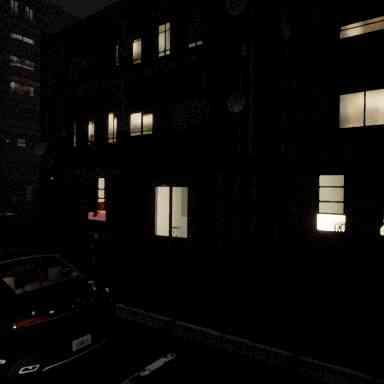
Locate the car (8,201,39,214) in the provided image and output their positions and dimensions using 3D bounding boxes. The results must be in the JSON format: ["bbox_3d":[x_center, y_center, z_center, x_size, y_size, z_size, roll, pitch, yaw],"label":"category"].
[{"bbox_3d":[-18.270,1.703,38.628,2.033,1.411,5.357,1,0,36],"label":"car"}]

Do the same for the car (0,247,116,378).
[{"bbox_3d":[-3.084,1.549,5.215,4.403,1.369,2.008,0,1,36],"label":"car"}]
